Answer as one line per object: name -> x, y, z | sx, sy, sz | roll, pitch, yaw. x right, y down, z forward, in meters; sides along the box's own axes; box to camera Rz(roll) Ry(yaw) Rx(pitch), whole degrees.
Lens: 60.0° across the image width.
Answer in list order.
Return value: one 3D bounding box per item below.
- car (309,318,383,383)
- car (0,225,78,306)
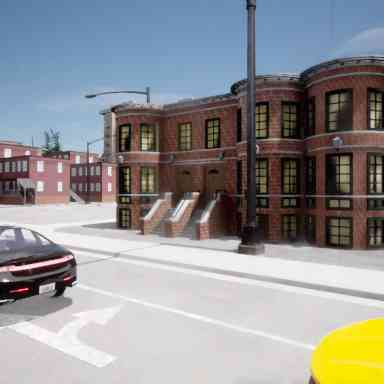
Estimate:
car -> 3.198, 1.478, 1.713 | 5.008, 1.535, 1.882 | 0, 0, 36
car -> -4.569, 1.492, 7.263 | 4.902, 1.511, 2.128 | 0, 0, 34
